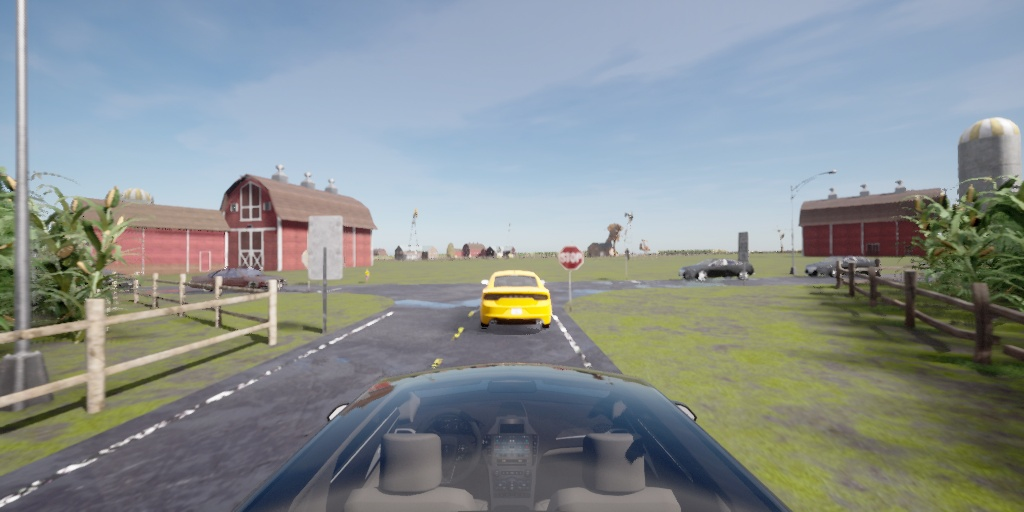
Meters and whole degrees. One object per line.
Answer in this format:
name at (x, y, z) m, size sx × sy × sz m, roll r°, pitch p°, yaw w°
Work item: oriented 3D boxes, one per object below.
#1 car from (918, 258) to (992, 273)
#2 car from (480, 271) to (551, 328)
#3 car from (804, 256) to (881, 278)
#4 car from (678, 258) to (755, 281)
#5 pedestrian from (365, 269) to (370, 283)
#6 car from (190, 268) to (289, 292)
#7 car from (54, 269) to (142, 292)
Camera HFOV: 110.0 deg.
car at (33.325, 0.685, 26.921) m, size 4.718 × 1.301 × 1.895 m, roll -1°, pitch 0°, yaw -9°
car at (0.053, 1.196, 11.242) m, size 1.882 × 1.535 × 5.008 m, roll 0°, pitch 0°, yaw -1°
car at (23.529, 0.752, 25.613) m, size 4.902 × 1.511 × 2.128 m, roll -1°, pitch 0°, yaw -7°
car at (14.062, 0.917, 24.798) m, size 4.902 × 1.511 × 2.128 m, roll -1°, pitch 0°, yaw -4°
pedestrian at (-11.207, 1.531, 27.738) m, size 0.500 × 1.100 × 0.500 m, roll 0°, pitch 1°, yaw 4°
car at (-16.940, 1.472, 22.299) m, size 5.357 × 1.411 × 2.033 m, roll -1°, pitch 0°, yaw 5°
car at (-27.051, 1.567, 23.482) m, size 5.008 × 1.535 × 1.882 m, roll -1°, pitch 0°, yaw 8°
